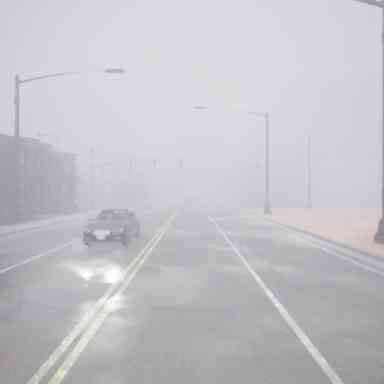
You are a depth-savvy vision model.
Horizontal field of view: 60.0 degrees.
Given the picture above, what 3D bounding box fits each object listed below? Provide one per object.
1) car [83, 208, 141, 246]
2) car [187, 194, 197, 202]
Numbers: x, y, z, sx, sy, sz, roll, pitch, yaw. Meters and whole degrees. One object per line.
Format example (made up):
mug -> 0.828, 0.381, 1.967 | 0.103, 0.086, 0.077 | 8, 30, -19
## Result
car -> -3.592, 1.541, 15.596 | 2.128, 1.511, 4.902 | 0, 0, 0
car -> -0.028, 1.175, 77.506 | 2.097, 1.767, 4.553 | 0, 5, 0
